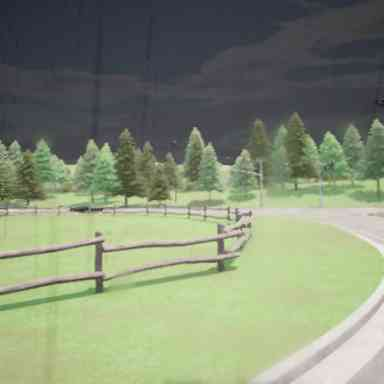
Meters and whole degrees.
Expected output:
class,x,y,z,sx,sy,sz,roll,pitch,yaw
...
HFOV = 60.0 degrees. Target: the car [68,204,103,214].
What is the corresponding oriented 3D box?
class,x,y,z,sx,sy,sz,roll,pitch,yaw
car,-15.268,2.440,47.705,4.718,1.301,1.895,-1,-1,13
